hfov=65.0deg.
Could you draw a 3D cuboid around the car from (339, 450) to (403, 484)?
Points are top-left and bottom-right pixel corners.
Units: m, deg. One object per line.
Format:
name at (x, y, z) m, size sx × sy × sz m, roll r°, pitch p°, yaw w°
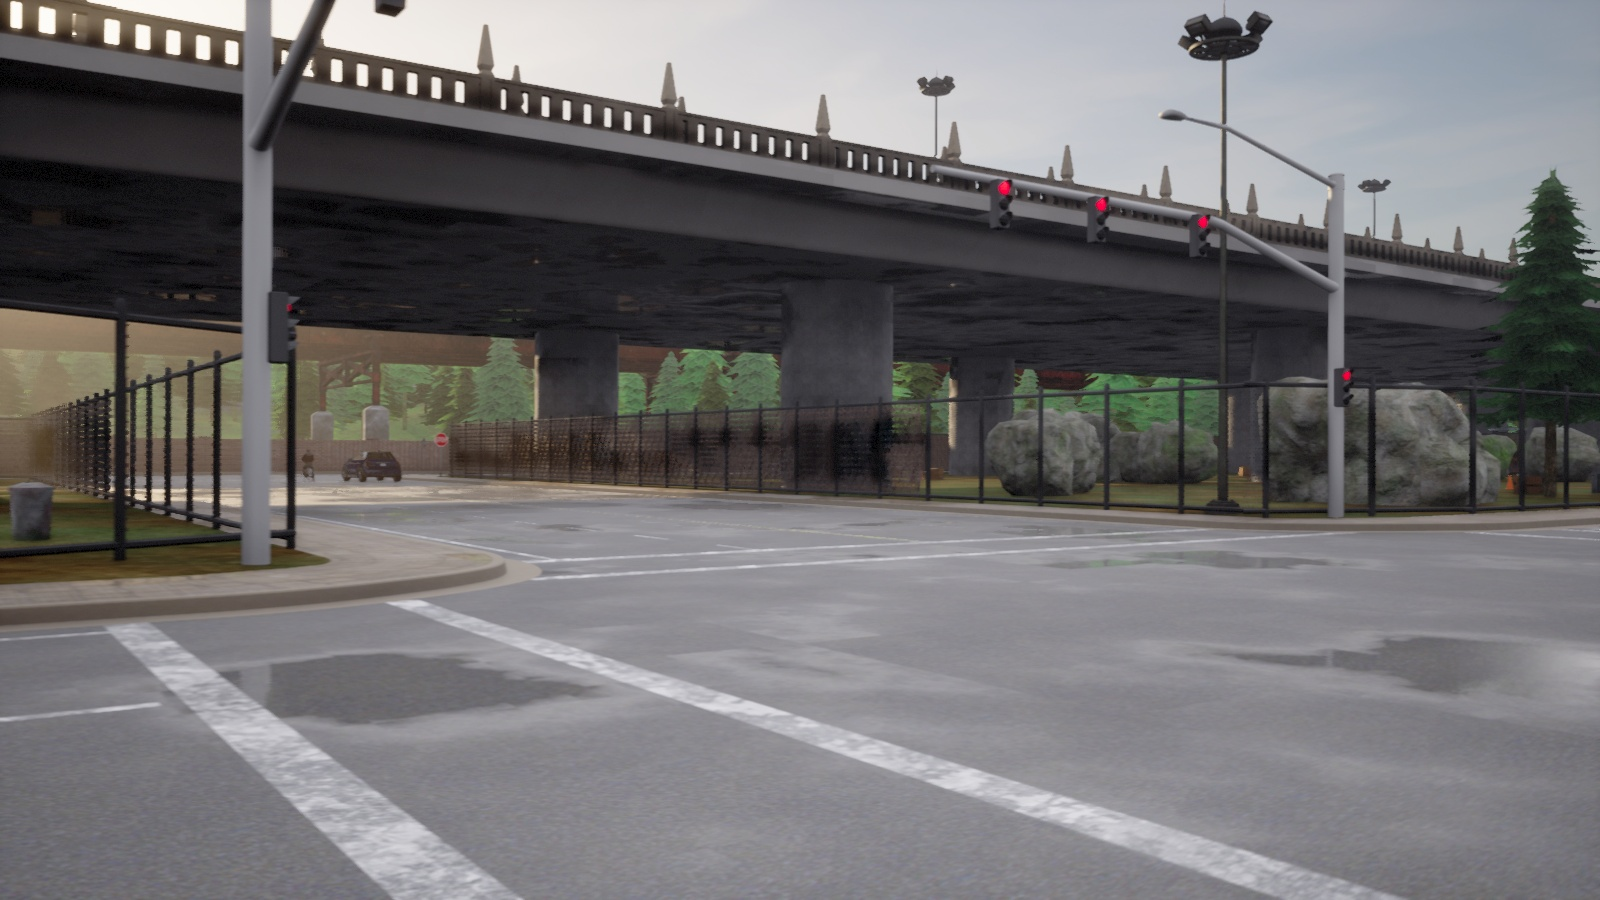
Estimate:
car at (-23.075, 0.904, 67.475) m, size 2.097 × 1.767 × 4.553 m, roll 0°, pitch 0°, yaw -35°
